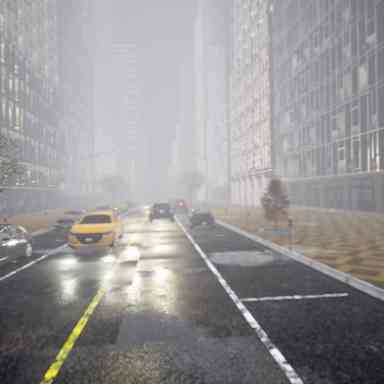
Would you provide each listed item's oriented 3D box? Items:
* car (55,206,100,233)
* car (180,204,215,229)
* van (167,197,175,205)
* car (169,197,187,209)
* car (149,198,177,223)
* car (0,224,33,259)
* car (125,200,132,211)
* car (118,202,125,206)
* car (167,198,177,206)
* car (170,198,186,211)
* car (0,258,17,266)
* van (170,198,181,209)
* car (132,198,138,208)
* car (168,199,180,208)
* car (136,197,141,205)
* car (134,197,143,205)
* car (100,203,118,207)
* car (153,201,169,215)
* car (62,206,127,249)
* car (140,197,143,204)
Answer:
[{"bbox_3d":[-7.799,1.901,22.224,2.008,1.369,4.403,-2,0,-6],"label":"car"},{"bbox_3d":[0.540,1.751,23.049,2.008,1.369,4.403,-2,0,-6],"label":"car"},{"bbox_3d":[-5.052,2.154,79.608,1.690,1.788,3.998,-2,0,-6],"label":"van"},{"bbox_3d":[-1.702,1.762,45.674,2.192,1.841,5.009,-2,0,-6],"label":"car"},{"bbox_3d":[-2.703,1.672,29.509,2.097,1.767,4.553,-1,0,-6],"label":"car"},{"bbox_3d":[-6.682,1.777,10.912,2.008,1.369,4.403,-2,0,-6],"label":"car"},{"bbox_3d":[-10.575,2.182,50.334,1.752,1.417,4.829,-2,0,-6],"label":"car"},{"bbox_3d":[-9.478,1.975,39.192,1.967,1.590,4.097,-2,0,-6],"label":"car"},{"bbox_3d":[-4.491,2.192,73.952,1.967,1.590,4.097,-2,0,-6],"label":"car"},{"bbox_3d":[-2.260,1.823,51.331,2.192,1.841,5.009,-2,0,-6],"label":"car"},{"bbox_3d":[-3.162,1.625,1.772,2.033,1.411,5.357,-1,-1,-5],"label":"car"},{"bbox_3d":[-2.818,1.910,56.986,1.690,1.788,3.998,-2,0,-6],"label":"van"},{"bbox_3d":[-11.709,2.346,61.815,1.947,1.339,4.313,-2,0,-6],"label":"car"},{"bbox_3d":[-3.373,2.070,62.641,1.967,1.590,4.097,-2,0,-6],"label":"car"},{"bbox_3d":[-12.826,2.453,73.126,2.008,1.369,4.403,-2,0,-6],"label":"car"},{"bbox_3d":[-14.508,2.399,90.096,2.192,1.841,5.009,-2,0,-6],"label":"car"},{"bbox_3d":[-8.915,2.055,33.535,1.802,1.307,4.206,-2,0,-6],"label":"car"},{"bbox_3d":[-3.906,1.959,41.718,1.837,1.490,4.892,-1,0,-6],"label":"car"},{"bbox_3d":[-4.488,1.710,16.118,1.882,1.535,5.008,-1,-1,-6],"label":"car"},{"bbox_3d":[-13.946,2.463,84.439,1.967,1.590,4.097,-2,0,-6],"label":"car"}]
